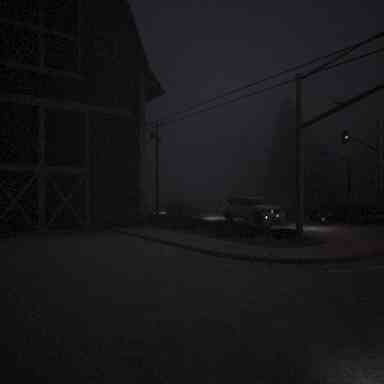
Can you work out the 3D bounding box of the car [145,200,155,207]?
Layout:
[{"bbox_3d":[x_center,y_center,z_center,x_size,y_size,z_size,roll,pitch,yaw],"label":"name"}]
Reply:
[{"bbox_3d":[-6.361,1.782,42.546,1.837,1.490,4.892,0,0,-34],"label":"car"}]

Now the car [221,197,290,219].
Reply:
[{"bbox_3d":[4.665,1.398,26.457,2.150,2.045,5.566,0,0,-34],"label":"car"}]

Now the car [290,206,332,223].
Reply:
[{"bbox_3d":[8.718,1.776,27.089,1.895,1.301,4.718,0,0,-34],"label":"car"}]

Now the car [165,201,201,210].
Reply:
[{"bbox_3d":[-0.975,1.705,34.684,1.882,1.535,5.008,0,0,-35],"label":"car"}]
